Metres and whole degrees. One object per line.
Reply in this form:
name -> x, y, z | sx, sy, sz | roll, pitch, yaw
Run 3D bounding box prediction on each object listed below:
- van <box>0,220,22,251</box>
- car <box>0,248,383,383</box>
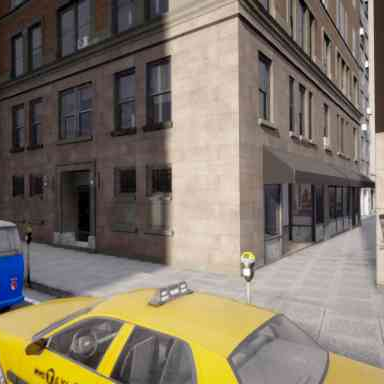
van -> -4.877, 1.342, 6.351 | 3.998, 1.788, 1.690 | 0, -1, 36
car -> -0.402, 1.526, 3.147 | 4.829, 1.417, 1.752 | 0, -1, 36
